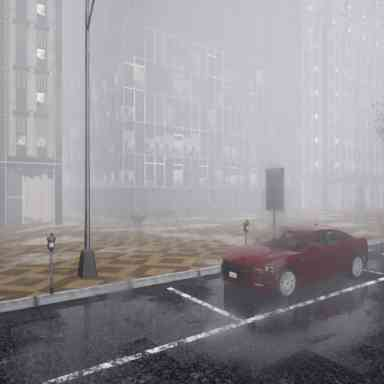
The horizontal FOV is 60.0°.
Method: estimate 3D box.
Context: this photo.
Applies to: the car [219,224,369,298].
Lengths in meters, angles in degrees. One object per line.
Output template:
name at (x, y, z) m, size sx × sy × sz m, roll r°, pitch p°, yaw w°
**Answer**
car at (2.717, 1.545, 8.484) m, size 4.507 × 1.381 × 1.887 m, roll 0°, pitch 0°, yaw -35°
